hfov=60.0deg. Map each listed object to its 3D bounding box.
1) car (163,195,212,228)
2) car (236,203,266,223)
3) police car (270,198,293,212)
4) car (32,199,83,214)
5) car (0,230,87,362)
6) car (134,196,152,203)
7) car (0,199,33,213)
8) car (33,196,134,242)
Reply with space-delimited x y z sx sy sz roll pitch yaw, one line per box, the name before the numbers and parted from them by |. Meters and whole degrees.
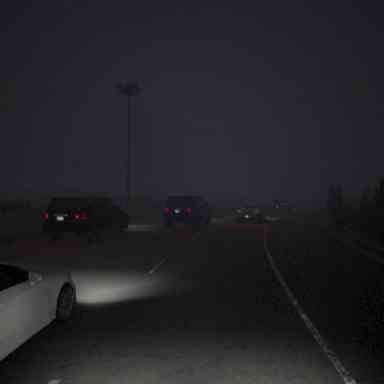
car | -0.188 1.239 22.371 2.150 2.045 5.566 0 0 15
car | 4.714 1.564 26.331 1.812 1.442 4.674 0 0 18
police car | 11.046 1.579 40.721 2.038 1.542 4.974 0 0 28
car | -14.357 1.528 35.955 2.033 1.411 5.357 0 0 20
car | -3.129 1.518 4.188 1.812 1.442 4.674 0 0 3
car | -7.214 1.362 43.984 2.097 1.767 4.553 0 0 26
car | -11.614 1.329 20.280 2.097 1.767 4.553 0 0 13
car | -5.082 1.218 16.722 2.150 2.045 5.566 0 0 11
